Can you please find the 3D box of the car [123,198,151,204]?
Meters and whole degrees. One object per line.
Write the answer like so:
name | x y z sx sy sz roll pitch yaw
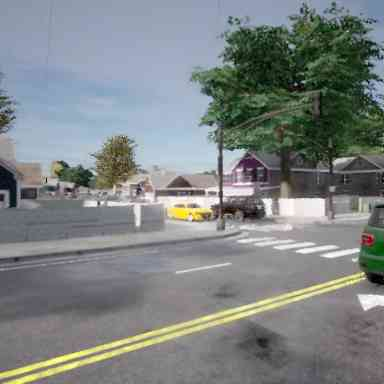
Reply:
car | -5.398 1.557 36.226 2.097 1.767 4.553 0 0 -31

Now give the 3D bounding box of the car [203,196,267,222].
car | 3.643 1.328 27.604 2.150 2.045 5.566 0 0 -34

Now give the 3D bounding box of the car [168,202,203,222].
car | -0.219 1.618 28.077 1.882 1.535 5.008 0 0 -33

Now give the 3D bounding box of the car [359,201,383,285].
car | 6.273 1.200 8.349 5.566 2.045 2.150 0 0 -40

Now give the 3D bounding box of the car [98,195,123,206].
car | -10.747 1.497 45.472 2.150 2.045 5.566 0 0 -29

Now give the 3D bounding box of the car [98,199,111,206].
car | -17.004 1.992 64.371 1.895 1.301 4.718 0 0 -23
